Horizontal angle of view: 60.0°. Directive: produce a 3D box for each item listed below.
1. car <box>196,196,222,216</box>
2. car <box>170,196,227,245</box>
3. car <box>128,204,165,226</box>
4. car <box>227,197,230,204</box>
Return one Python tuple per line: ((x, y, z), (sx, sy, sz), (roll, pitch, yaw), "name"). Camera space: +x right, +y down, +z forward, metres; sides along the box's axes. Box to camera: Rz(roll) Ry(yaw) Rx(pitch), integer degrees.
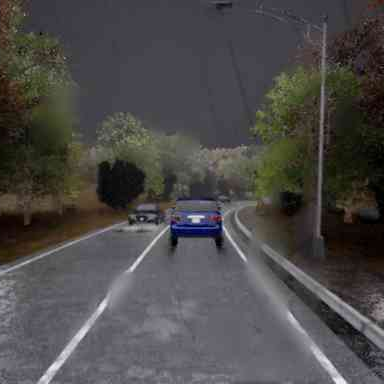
((1.716, 1.332, 32.752), (2.097, 1.767, 4.553), (1, 0, 8), "car")
((0.219, 1.201, 15.534), (2.150, 2.045, 5.566), (0, 0, 1), "car")
((-3.054, 1.520, 23.085), (1.994, 1.385, 4.181), (0, 0, 4), "car")
((5.770, 1.494, 62.525), (2.033, 1.411, 5.357), (2, 0, 21), "car")
